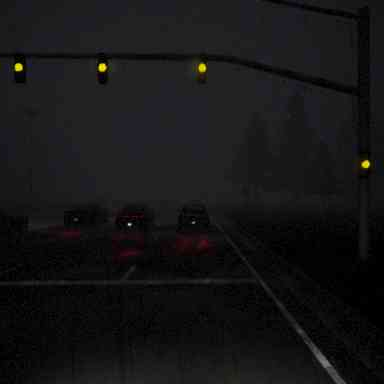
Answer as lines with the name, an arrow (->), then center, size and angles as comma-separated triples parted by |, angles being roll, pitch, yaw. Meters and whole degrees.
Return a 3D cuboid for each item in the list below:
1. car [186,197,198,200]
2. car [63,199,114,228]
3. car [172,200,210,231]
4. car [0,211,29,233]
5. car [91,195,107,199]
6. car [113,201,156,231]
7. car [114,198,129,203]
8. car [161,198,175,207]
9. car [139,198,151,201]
car -> -0.009, 1.493, 49.980 | 2.128, 1.511, 4.902 | 0, 0, 0
car -> -6.902, 1.478, 22.231 | 1.882, 1.535, 5.008 | 0, 0, 0
car -> 0.096, 1.492, 20.815 | 2.128, 1.511, 4.902 | 0, 0, 0
car -> -10.402, 1.601, 17.258 | 1.895, 1.301, 4.718 | 0, 0, 0
car -> -14.009, 1.352, 50.184 | 2.097, 1.767, 4.553 | 0, 0, 0
car -> -3.401, 1.505, 20.490 | 1.837, 1.490, 4.892 | 0, 0, 0
car -> -10.508, 1.601, 50.167 | 1.895, 1.301, 4.718 | 0, 0, 0
car -> -3.508, 1.602, 50.065 | 1.895, 1.301, 4.718 | 0, 0, 0
car -> -7.008, 1.602, 50.171 | 1.895, 1.301, 4.718 | 0, 0, 0
